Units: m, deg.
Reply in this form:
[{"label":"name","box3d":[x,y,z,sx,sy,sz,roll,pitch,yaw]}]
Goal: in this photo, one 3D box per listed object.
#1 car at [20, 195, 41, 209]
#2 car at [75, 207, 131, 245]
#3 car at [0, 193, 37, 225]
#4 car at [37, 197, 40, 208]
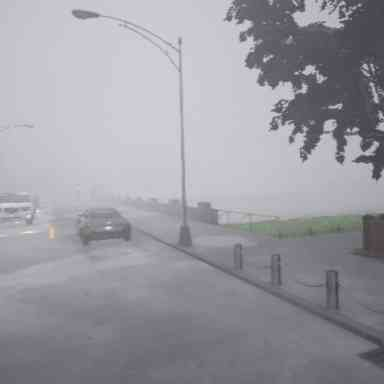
[{"label":"car","box3d":[-20.092,1.192,41.607,2.128,1.511,4.902,-2,1,-23]},{"label":"car","box3d":[-4.077,1.371,14.881,1.994,1.385,4.181,-2,1,-23]},{"label":"car","box3d":[-12.063,1.080,22.750,2.150,2.045,5.566,-2,1,-24]},{"label":"car","box3d":[-16.086,1.327,32.181,2.033,1.411,5.357,-2,1,-23]}]
